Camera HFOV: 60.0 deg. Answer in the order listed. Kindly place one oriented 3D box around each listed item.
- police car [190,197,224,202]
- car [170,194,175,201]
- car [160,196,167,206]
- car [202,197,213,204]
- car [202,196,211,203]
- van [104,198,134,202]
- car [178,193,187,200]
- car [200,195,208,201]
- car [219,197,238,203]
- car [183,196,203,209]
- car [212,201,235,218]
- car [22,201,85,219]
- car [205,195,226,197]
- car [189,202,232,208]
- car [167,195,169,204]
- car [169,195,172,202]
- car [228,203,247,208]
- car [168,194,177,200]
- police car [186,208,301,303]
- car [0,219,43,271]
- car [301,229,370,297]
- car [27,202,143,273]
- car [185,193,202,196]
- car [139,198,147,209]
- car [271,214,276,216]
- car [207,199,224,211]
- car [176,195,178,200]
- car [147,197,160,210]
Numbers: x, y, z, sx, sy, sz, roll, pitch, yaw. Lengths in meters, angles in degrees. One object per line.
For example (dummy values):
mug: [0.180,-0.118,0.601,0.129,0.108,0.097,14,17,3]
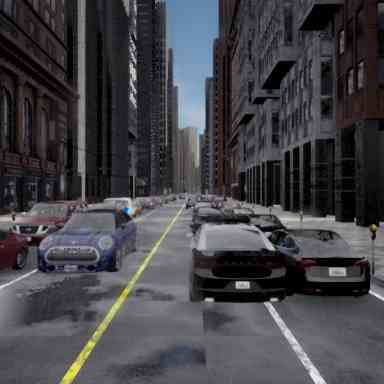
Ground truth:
police car: [0.977,1.430,24.412,1.930,1.638,5.238,0,0,0]
car: [-5.519,1.589,75.680,2.008,1.369,4.403,0,0,0]
car: [-5.590,1.461,53.274,1.967,1.590,4.097,0,0,0]
car: [2.970,1.611,64.466,1.802,1.307,4.206,0,0,0]
car: [2.988,1.616,70.068,1.802,1.307,4.206,0,0,0]
van: [-5.680,1.346,25.265,1.690,1.788,3.998,0,0,0]
car: [-2.708,1.559,91.400,1.837,1.490,4.892,0,-1,0]
car: [3.042,1.593,86.874,1.887,1.381,4.507,0,0,0]
car: [2.845,1.445,25.252,1.967,1.590,4.097,0,0,0]
car: [0.170,1.580,45.688,1.994,1.385,4.181,0,0,1]
car: [2.863,1.589,30.853,1.802,1.307,4.206,0,0,0]
car: [-5.715,1.316,14.062,2.192,1.841,5.009,0,0,0]
car: [2.881,1.325,36.456,2.192,1.841,5.009,0,0,0]
car: [0.898,1.508,18.303,1.837,1.490,4.892,0,0,0]
car: [-5.573,1.607,58.875,1.802,1.307,4.206,0,0,0]
car: [-5.555,1.595,64.477,1.947,1.339,4.313,0,0,0]
car: [2.827,1.553,19.649,2.008,1.369,4.403,0,0,0]
car: [-5.464,1.369,92.486,2.192,1.841,5.009,0,0,0]
police car: [0.885,1.426,8.409,1.930,1.638,5.238,0,0,0]
car: [-5.734,1.582,8.460,1.802,1.307,4.206,0,0,0]
car: [2.791,1.566,8.446,1.947,1.339,4.313,0,0,0]
car: [-3.068,1.352,10.691,2.097,1.767,4.553,0,0,0]
car: [0.198,1.519,61.960,2.128,1.511,4.902,0,0,0]
car: [-5.663,1.533,30.696,1.752,1.417,4.829,0,0,0]
car: [2.809,1.567,14.048,1.947,1.339,4.313,0,0,0]
car: [2.898,1.596,42.058,1.802,1.307,4.206,0,0,0]
car: [-5.483,1.593,86.884,1.887,1.381,4.507,0,0,0]
car: [-5.626,1.454,42.071,1.967,1.590,4.097,0,0,0]
